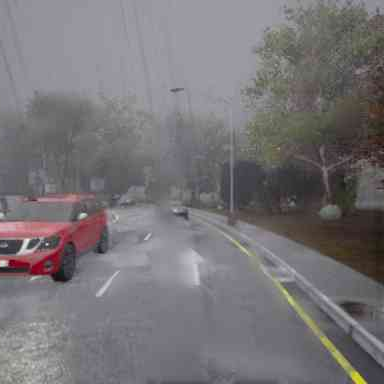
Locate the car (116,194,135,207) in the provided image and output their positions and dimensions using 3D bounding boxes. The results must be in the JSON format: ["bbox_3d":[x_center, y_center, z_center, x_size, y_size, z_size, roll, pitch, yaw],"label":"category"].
[{"bbox_3d":[-8.532,0.966,39.725,1.994,1.385,4.181,0,1,-37],"label":"car"}]

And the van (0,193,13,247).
[{"bbox_3d":[-9.454,1.106,12.595,4.442,1.987,1.878,-1,1,-21],"label":"van"}]

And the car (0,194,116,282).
[{"bbox_3d":[-4.046,1.112,9.796,2.150,2.045,5.566,0,1,0],"label":"car"}]

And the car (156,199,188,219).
[{"bbox_3d":[-1.573,1.214,24.932,1.994,1.385,4.181,0,1,-12],"label":"car"}]
